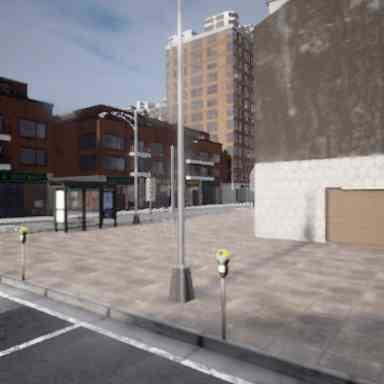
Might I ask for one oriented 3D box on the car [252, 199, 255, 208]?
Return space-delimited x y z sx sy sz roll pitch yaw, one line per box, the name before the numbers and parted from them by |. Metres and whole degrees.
car | 9.979 1.385 46.082 2.128 1.511 4.902 0 0 36
